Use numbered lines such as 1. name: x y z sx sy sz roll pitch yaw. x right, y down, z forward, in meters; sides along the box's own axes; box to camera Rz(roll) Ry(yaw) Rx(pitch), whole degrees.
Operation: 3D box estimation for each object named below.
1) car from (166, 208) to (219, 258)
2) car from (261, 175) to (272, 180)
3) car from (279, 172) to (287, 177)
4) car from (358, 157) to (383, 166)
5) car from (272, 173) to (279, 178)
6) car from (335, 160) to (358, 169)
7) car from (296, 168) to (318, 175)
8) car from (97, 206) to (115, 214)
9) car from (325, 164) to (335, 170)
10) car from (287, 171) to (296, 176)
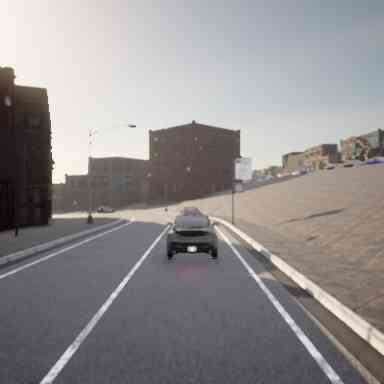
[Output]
1. car: 0.023 1.646 13.440 1.837 1.490 4.892 0 0 0
2. car: 20.895 -3.580 88.931 2.231 1.521 4.892 0 0 -1
3. car: 21.255 -3.703 72.398 2.185 1.767 4.553 0 0 -1
4. car: 22.096 -3.431 39.231 2.002 1.452 4.674 0 0 -2
5. car: 21.135 -3.708 77.917 2.185 1.767 4.553 0 0 -1
6. car: 21.863 -3.513 44.774 2.231 1.521 4.892 0 0 -1
7. car: 21.498 -3.684 61.231 2.185 1.767 4.553 0 0 -1
8. car: -15.616 3.247 60.296 2.128 1.511 4.902 0 -3 -36
9. car: 21.735 -3.536 50.292 2.231 1.521 4.892 0 0 -1
10. car: 21.378 -3.527 66.723 2.002 1.452 4.674 0 0 -1
